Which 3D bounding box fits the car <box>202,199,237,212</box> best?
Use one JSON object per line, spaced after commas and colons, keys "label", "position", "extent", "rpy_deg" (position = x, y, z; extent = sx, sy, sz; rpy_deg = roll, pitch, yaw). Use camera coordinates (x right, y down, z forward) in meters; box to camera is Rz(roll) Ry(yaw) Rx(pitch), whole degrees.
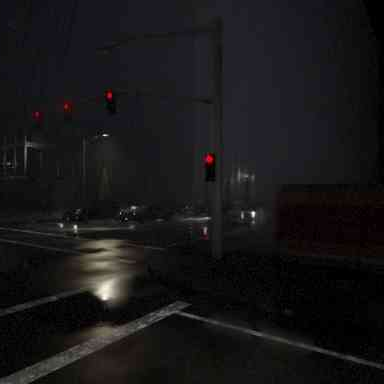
{"label": "car", "position": [3.529, 1.603, 41.776], "extent": [2.033, 1.411, 5.357], "rpy_deg": [0, 0, 35]}

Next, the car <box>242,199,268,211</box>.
{"label": "car", "position": [8.008, 1.581, 41.997], "extent": [1.812, 1.442, 4.674], "rpy_deg": [0, 0, 36]}

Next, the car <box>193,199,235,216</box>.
{"label": "car", "position": [2.037, 1.533, 33.678], "extent": [1.882, 1.535, 5.008], "rpy_deg": [0, 0, 35]}

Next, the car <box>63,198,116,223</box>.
{"label": "car", "position": [-7.744, 1.407, 26.025], "extent": [2.097, 1.767, 4.553], "rpy_deg": [0, 0, 36]}

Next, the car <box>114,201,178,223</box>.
{"label": "car", "position": [-3.479, 1.656, 25.975], "extent": [1.895, 1.301, 4.718], "rpy_deg": [0, 0, 36]}

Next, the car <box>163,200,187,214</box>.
{"label": "car", "position": [-2.426, 1.560, 33.458], "extent": [1.837, 1.490, 4.892], "rpy_deg": [0, 0, 36]}
